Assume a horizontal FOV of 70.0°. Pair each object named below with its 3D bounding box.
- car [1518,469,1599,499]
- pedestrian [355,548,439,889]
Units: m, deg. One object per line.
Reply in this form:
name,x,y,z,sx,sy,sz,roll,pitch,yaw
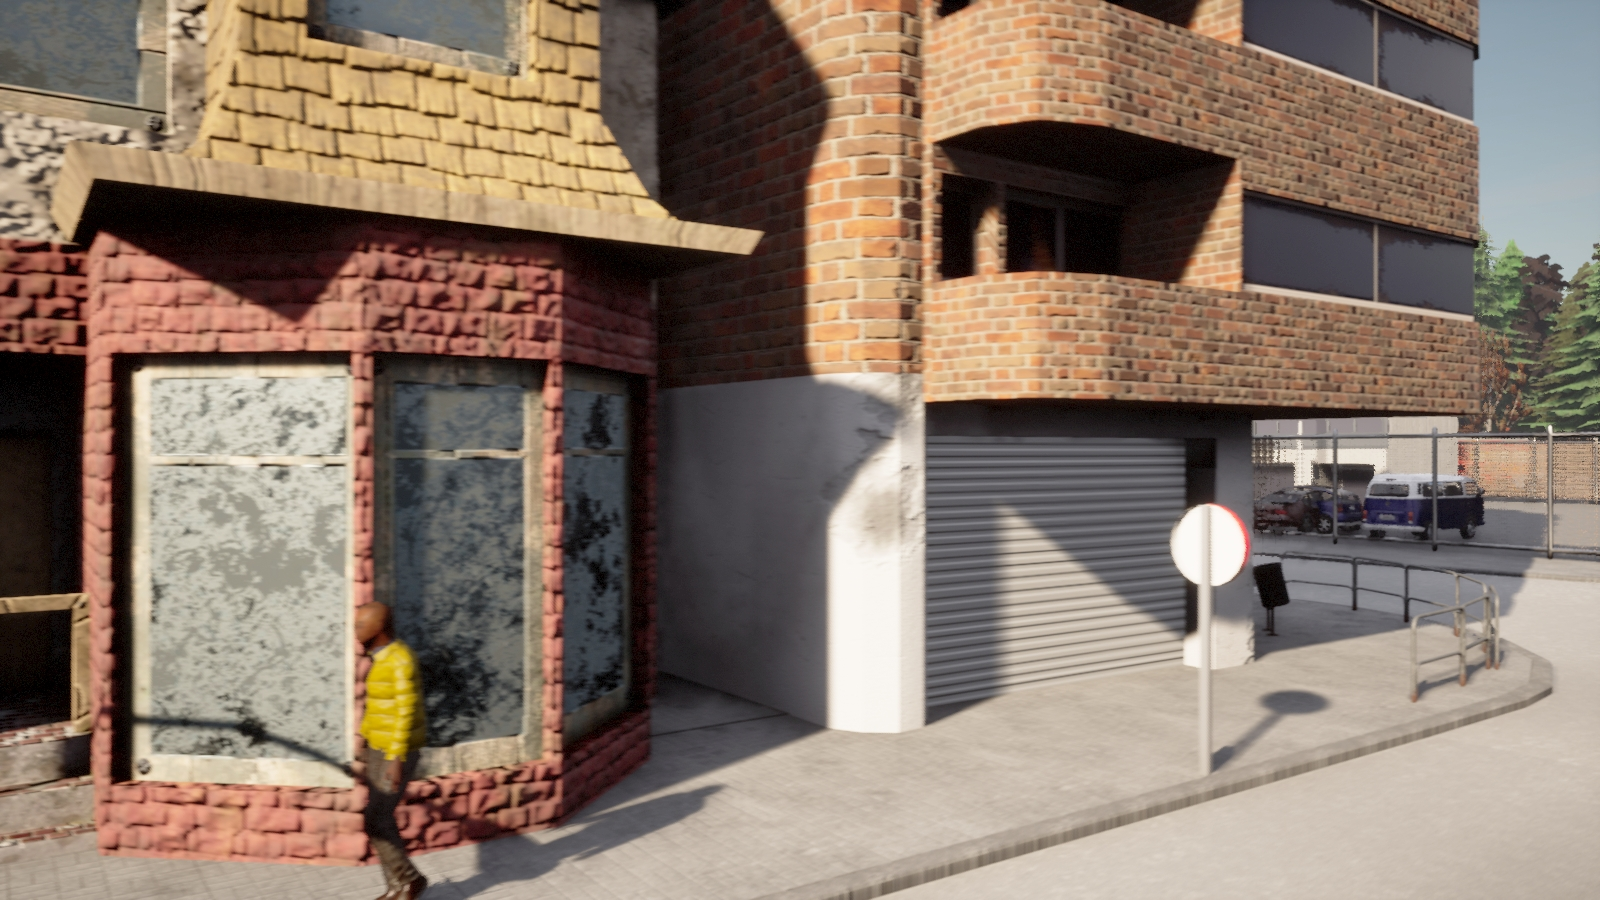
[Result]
car,42.407,1.847,62.520,2.163,1.488,4.792,0,0,-35
pedestrian,-2.346,1.524,6.651,0.375,1.860,0.375,0,0,-35
